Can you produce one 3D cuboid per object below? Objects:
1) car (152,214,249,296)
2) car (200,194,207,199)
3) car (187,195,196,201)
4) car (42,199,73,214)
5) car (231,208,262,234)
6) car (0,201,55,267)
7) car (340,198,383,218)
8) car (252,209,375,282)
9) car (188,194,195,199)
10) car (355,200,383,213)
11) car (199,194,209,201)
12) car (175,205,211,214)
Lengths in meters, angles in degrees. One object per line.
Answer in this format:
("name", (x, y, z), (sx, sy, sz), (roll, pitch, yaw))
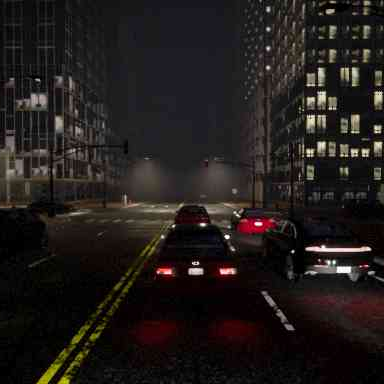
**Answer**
("car", (0.081, 1.544, 8.779), (2.033, 1.411, 5.357), (0, 0, 0))
("car", (3.033, 1.265, 91.421), (1.812, 1.442, 4.674), (0, 0, 0))
("car", (-0.193, 1.441, 81.412), (1.812, 1.442, 4.674), (0, 0, 0))
("car", (-14.169, 1.452, 33.417), (4.181, 1.385, 1.994), (1, 1, -2))
("car", (3.306, 1.554, 18.494), (1.994, 1.385, 4.181), (0, 0, 0))
("car", (-6.620, 1.346, 10.988), (2.097, 1.767, 4.553), (0, 0, 0))
("car", (16.130, 1.518, 30.245), (5.009, 1.841, 2.192), (1, 0, 1))
("car", (3.326, 1.487, 9.694), (2.128, 1.511, 4.902), (0, 0, 0))
("car", (-0.217, 1.336, 91.444), (1.895, 1.301, 4.718), (0, 0, 0))
("car", (21.719, 1.642, 38.545), (4.829, 1.417, 1.752), (1, 0, 1))
("car", (3.057, 1.512, 81.449), (1.895, 1.301, 4.718), (0, 0, 0))
("car", (0.061, 1.468, 18.599), (1.882, 1.535, 5.008), (0, 0, 1))
